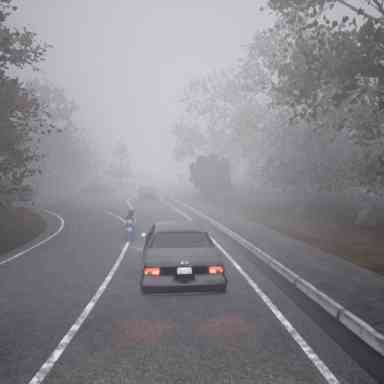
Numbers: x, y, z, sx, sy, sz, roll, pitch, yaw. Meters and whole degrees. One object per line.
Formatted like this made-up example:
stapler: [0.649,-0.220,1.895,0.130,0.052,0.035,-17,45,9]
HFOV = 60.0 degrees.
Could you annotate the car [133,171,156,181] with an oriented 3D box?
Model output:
car: [-10.752,-3.642,75.204,5.566,2.045,2.150,2,5,28]

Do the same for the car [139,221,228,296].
car: [-0.372,1.468,8.714,2.033,1.411,5.357,0,1,-5]

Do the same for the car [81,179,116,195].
car: [-11.572,-0.464,41.075,4.181,1.385,1.994,-3,6,-29]

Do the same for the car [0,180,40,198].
car: [-19.168,-0.333,35.176,5.566,2.045,2.150,1,5,-4]

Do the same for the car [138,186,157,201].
car: [-4.637,0.058,34.676,2.033,1.411,5.357,-1,5,-8]

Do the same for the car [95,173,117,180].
car: [-19.223,-3.403,74.457,4.553,1.767,2.097,0,5,1]
